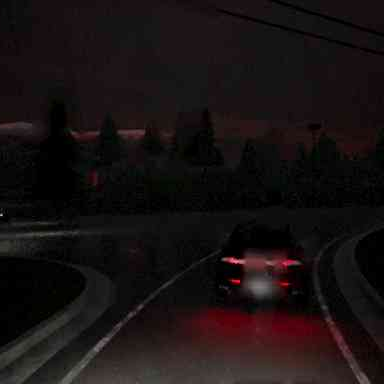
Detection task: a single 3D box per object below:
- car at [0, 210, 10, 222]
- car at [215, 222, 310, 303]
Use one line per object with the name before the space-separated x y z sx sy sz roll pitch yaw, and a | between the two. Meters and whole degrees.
car | -14.940 1.493 22.113 5.008 1.535 1.882 0 0 -28
car | 1.783 1.498 8.346 2.128 1.511 4.902 0 0 14
